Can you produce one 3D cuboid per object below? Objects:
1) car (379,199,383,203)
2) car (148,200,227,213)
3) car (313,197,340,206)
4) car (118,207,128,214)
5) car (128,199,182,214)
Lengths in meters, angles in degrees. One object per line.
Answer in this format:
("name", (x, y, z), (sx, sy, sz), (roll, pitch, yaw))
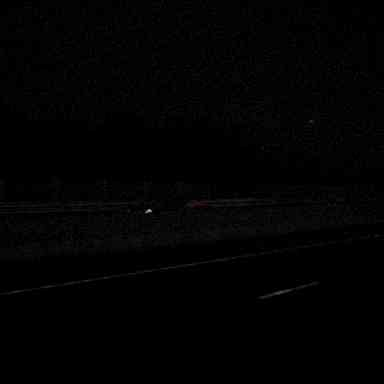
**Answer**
("car", (30.972, 1.556, 51.774), (4.181, 1.385, 1.994), (0, 0, -35))
("car", (0.020, 1.474, 21.196), (5.008, 1.535, 1.882), (0, 0, -35))
("car", (18.906, 1.481, 46.648), (4.902, 1.511, 2.128), (0, 0, -38))
("car", (-3.624, 1.488, 27.193), (4.902, 1.511, 2.128), (0, 0, -35))
("car", (-1.885, 1.348, 24.135), (4.553, 1.767, 2.097), (0, 0, -35))
